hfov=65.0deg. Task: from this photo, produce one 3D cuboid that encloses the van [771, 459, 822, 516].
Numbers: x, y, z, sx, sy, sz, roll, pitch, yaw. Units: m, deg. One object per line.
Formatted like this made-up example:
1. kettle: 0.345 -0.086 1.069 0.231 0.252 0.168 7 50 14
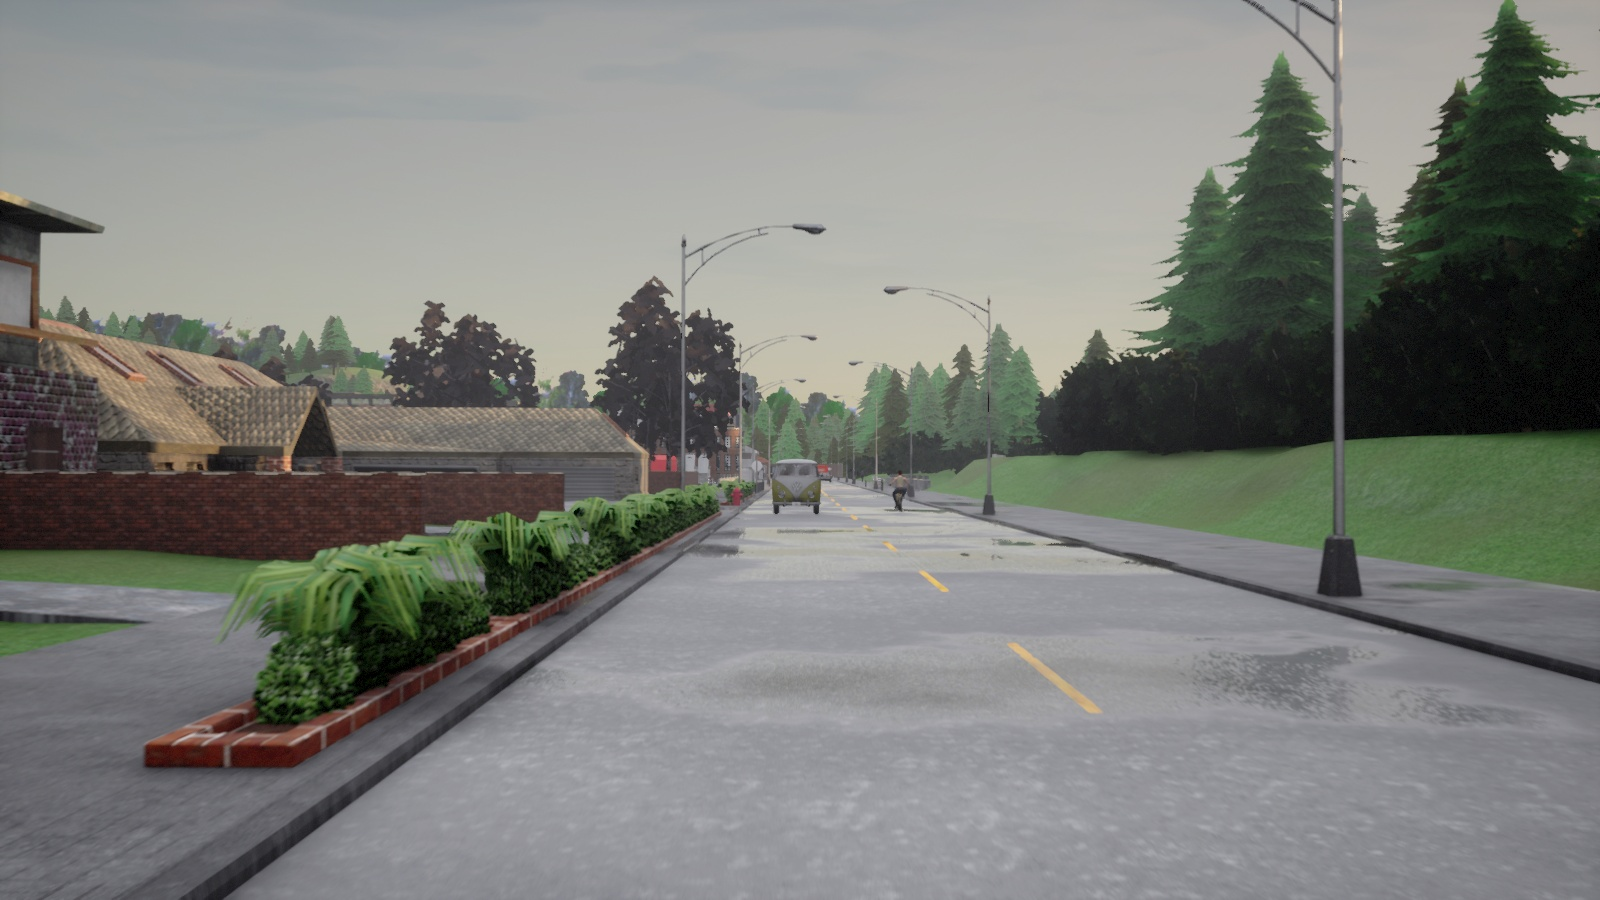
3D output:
1. van: -0.118 1.339 46.069 1.775 1.987 4.442 0 -1 0
